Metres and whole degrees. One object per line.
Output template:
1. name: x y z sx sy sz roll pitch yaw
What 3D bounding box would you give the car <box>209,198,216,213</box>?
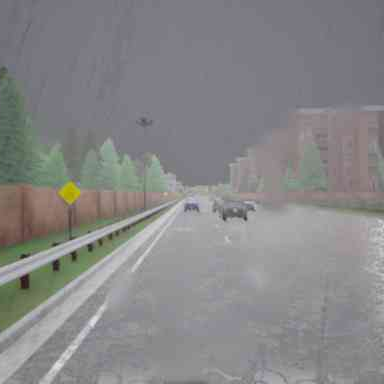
1. car: 3.463 1.807 41.542 2.033 1.411 5.357 0 0 0

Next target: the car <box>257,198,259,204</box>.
1. car: 13.787 1.917 67.448 2.128 1.511 4.902 0 0 0

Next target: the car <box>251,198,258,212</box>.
1. car: 6.968 1.785 43.306 1.812 1.442 4.674 0 0 0

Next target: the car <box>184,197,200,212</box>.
1. car: -0.024 1.756 42.882 1.882 1.535 5.008 0 0 0

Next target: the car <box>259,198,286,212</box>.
1. car: 10.466 1.596 42.618 2.097 1.767 4.553 0 0 0

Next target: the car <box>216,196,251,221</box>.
1. car: 3.576 1.534 29.601 2.097 1.767 4.553 0 0 0
